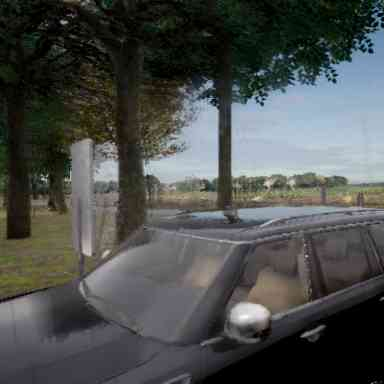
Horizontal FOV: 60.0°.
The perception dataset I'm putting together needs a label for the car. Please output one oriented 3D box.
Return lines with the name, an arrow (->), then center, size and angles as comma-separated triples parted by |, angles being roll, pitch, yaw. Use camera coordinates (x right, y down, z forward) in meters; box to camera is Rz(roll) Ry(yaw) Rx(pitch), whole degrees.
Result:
car -> 0.370, 1.209, 3.312 | 5.566, 2.045, 2.150 | -1, 0, -35
